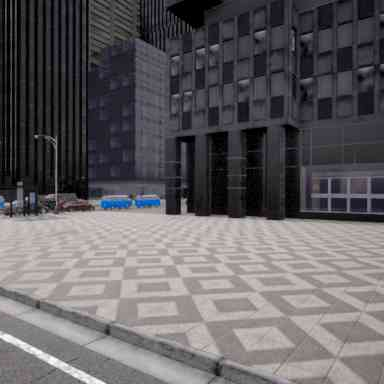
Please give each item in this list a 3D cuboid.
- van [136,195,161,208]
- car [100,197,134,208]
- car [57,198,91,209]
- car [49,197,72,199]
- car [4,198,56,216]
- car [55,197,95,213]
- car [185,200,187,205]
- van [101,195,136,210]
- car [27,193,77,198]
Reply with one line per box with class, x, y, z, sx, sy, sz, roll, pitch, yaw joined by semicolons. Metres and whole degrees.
van;-6.042;1.329;45.759;1.690;1.788;3.998;0;0;35
car;-10.981;1.476;48.912;1.837;1.490;4.892;0;0;36
car;-16.281;1.547;46.081;1.802;1.307;4.206;0;0;35
car;-14.057;1.586;39.096;1.895;1.301;4.718;0;0;35
car;-15.925;1.548;31.887;2.008;1.369;4.403;0;0;35
car;-12.631;1.575;36.511;1.802;1.307;4.206;0;0;35
car;0.545;1.568;55.008;1.802;1.307;4.206;0;0;35
van;-9.336;1.331;41.135;1.690;1.788;3.998;0;0;35
car;-16.673;1.197;40.934;2.150;2.045;5.566;0;0;35
